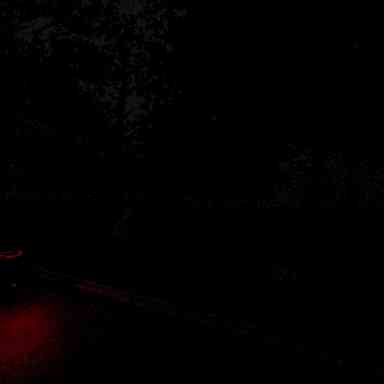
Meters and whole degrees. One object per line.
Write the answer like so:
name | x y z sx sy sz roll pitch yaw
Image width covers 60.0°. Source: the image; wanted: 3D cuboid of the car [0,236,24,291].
car | -5.765 1.366 7.484 5.008 1.535 1.882 1 1 36
